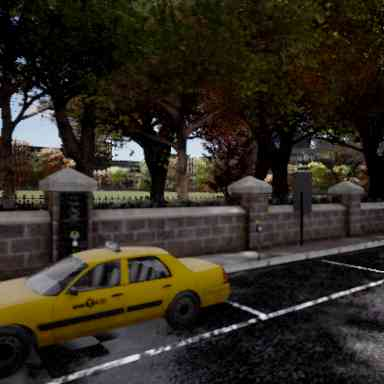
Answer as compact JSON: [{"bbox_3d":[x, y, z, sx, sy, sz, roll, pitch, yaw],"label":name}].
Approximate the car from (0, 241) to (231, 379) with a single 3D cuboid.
[{"bbox_3d":[-1.551,1.539,5.456,4.829,1.417,1.752,1,-1,-36],"label":"car"}]
